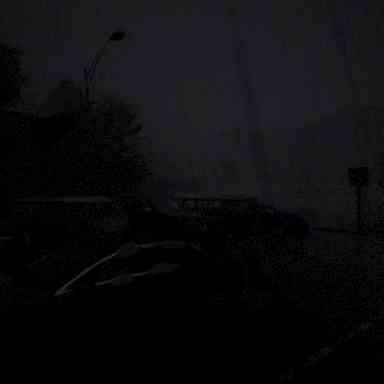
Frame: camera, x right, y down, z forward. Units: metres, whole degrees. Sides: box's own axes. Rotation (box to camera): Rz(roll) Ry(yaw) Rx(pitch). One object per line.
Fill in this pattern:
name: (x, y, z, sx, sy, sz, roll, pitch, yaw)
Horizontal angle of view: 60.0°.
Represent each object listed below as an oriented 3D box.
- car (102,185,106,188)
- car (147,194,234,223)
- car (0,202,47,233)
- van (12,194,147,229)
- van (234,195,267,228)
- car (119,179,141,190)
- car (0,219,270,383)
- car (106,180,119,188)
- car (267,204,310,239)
car: (-15.545, -1.590, 61.945, 2.002, 1.452, 4.674, 1, 6, 11)
car: (-1.568, 1.098, 12.486, 5.566, 2.045, 2.435, 0, 0, 32)
car: (-6.279, 1.246, 8.759, 4.553, 1.767, 2.185, 0, 0, 32)
van: (-3.847, 1.135, 10.581, 4.442, 1.987, 1.878, 0, 0, 32)
van: (0.657, 1.113, 14.415, 4.442, 1.987, 1.878, 0, 0, 32)
car: (-10.503, -1.283, 58.849, 2.163, 1.488, 4.792, 1, 7, 12)
car: (-1.259, 1.426, 5.054, 4.902, 1.511, 2.128, 0, 1, -39)
car: (-13.008, -1.475, 60.427, 2.231, 1.521, 4.892, 1, 7, 12)
car: (3.115, 1.327, 16.211, 5.008, 1.535, 2.097, 0, 0, 32)
